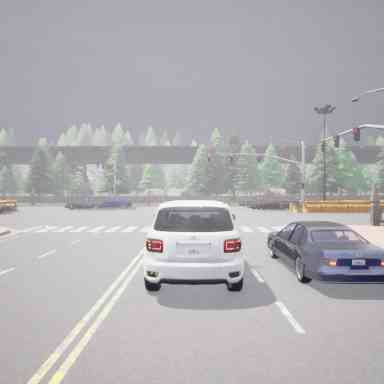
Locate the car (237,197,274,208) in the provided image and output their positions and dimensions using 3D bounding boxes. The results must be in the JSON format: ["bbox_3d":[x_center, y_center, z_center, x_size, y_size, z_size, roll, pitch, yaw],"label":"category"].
[{"bbox_3d":[9.137,1.491,47.871,4.902,1.511,2.128,0,0,0],"label":"car"}]

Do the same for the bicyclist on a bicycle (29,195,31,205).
[{"bbox_3d":[-27.050,1.300,55.834,0.582,1.620,1.656,0,0,0],"label":"bicyclist on a bicycle"}]

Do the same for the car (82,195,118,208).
[{"bbox_3d":[-13.188,1.351,47.982,4.553,1.767,2.097,0,0,0],"label":"car"}]

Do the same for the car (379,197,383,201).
[{"bbox_3d":[25.589,1.491,40.795,4.902,1.511,2.128,0,0,0],"label":"car"}]

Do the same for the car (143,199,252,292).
[{"bbox_3d":[0.061,1.221,9.106,2.150,2.045,5.566,0,0,1],"label":"car"}]

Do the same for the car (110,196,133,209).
[{"bbox_3d":[-10.477,1.477,44.470,5.008,1.535,1.882,0,0,0],"label":"car"}]

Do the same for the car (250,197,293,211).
[{"bbox_3d":[9.263,1.601,40.269,4.718,1.301,1.895,0,0,-9],"label":"car"}]

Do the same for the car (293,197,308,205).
[{"bbox_3d":[13.362,1.477,44.350,5.008,1.535,1.882,0,0,0],"label":"car"}]

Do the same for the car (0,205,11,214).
[{"bbox_3d":[-21.487,1.547,33.824,5.357,1.411,2.033,0,0,0],"label":"car"}]

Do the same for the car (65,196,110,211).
[{"bbox_3d":[-13.099,1.492,40.982,4.902,1.511,2.128,0,0,0],"label":"car"}]

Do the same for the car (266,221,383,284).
[{"bbox_3d":[3.570,1.547,9.597,2.033,1.411,5.357,0,0,0],"label":"car"}]
